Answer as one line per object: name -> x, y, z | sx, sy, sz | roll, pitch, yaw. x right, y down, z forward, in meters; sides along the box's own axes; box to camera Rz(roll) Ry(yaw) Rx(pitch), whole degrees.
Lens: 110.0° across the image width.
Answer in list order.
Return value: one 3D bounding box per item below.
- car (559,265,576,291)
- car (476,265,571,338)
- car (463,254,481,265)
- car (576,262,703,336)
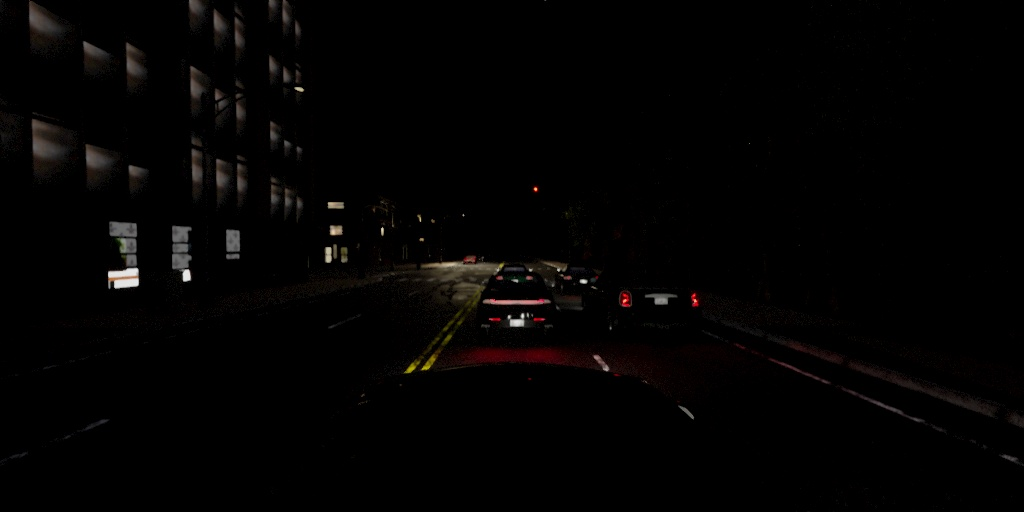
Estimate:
car -> 3.363, 1.131, 18.788 | 1.994, 1.385, 4.181 | 0, 1, 0
car -> 0.108, 1.154, 9.869 | 2.128, 1.511, 4.902 | 0, 1, 0
car -> -6.581, 0.635, 57.284 | 1.882, 1.535, 5.008 | 0, 1, 0
car -> 3.358, 1.012, 10.178 | 2.097, 1.767, 4.553 | 0, 1, 0
